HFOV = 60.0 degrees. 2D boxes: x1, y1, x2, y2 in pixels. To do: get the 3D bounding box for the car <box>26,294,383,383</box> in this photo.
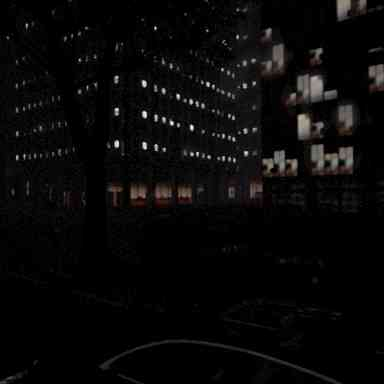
[{"bbox_3d":[0.442,1.549,2.572,4.403,1.369,2.008,0,-1,35],"label":"car"}]
